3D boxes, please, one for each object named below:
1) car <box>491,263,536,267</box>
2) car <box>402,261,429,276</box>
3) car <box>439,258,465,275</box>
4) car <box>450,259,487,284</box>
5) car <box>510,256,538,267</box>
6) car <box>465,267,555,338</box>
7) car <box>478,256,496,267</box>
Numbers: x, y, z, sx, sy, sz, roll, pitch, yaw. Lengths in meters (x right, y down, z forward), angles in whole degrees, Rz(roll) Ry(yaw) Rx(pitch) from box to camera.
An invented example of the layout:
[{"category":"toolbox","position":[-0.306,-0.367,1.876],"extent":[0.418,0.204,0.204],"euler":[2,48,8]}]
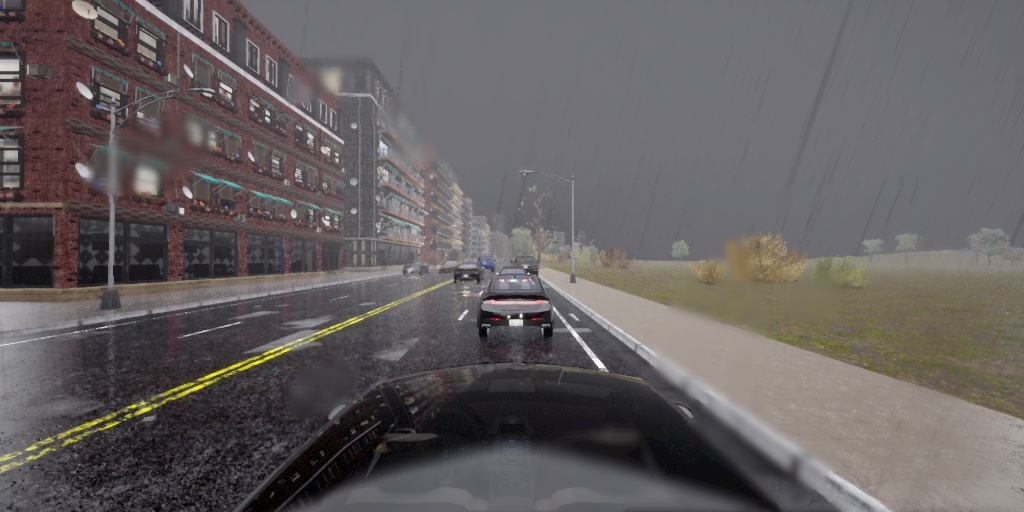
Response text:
[{"category":"car","position":[0.060,1.301,20.700],"extent":[2.033,1.411,5.357],"euler":[0,0,0]},{"category":"car","position":[-9.934,1.245,37.282],"extent":[2.128,1.511,4.902],"euler":[0,0,0]},{"category":"car","position":[-6.688,1.231,39.153],"extent":[1.882,1.535,5.008],"euler":[0,0,0]},{"category":"car","position":[-3.211,1.231,27.378],"extent":[1.882,1.535,5.008],"euler":[0,0,0]},{"category":"car","position":[1.070,0.979,30.912],"extent":[2.150,2.045,5.566],"euler":[0,0,0]},{"category":"car","position":[0.081,1.243,10.260],"extent":[2.128,1.511,4.902],"euler":[0,0,0]},{"category":"car","position":[-3.249,0.976,45.089],"extent":[2.150,2.045,5.566],"euler":[0,0,0]}]
